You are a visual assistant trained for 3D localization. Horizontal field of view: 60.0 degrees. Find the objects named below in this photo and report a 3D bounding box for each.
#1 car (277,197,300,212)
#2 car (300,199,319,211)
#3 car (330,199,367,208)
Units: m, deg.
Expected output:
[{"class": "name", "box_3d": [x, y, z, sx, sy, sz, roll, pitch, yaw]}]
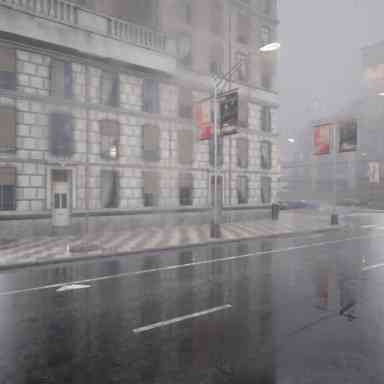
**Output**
[{"class": "car", "box_3d": [9.976, 1.352, 39.640, 2.097, 1.767, 4.553, 0, 0, -36]}, {"class": "car", "box_3d": [13.307, 1.526, 41.018, 1.812, 1.442, 4.674, 0, 0, -36]}, {"class": "car", "box_3d": [22.564, 1.600, 48.200, 1.895, 1.301, 4.718, 0, 0, -37]}]
